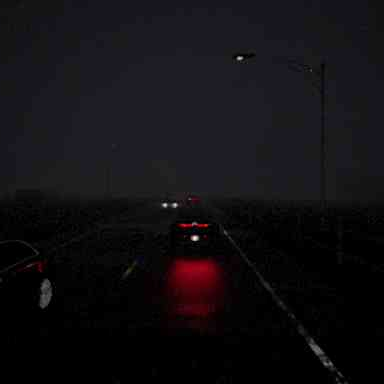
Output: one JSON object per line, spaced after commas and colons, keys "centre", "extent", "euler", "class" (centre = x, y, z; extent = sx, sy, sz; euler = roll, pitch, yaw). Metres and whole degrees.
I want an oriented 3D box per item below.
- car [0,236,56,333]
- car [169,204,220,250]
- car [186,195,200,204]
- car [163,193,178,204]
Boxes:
{"centre": [-3.597, 1.470, 4.719], "extent": [1.837, 1.490, 4.892], "euler": [0, 0, 0], "class": "car"}
{"centre": [0.103, 1.398, 13.811], "extent": [1.837, 1.490, 4.892], "euler": [0, -2, 0], "class": "car"}
{"centre": [0.112, 1.158, 46.513], "extent": [2.128, 1.511, 4.902], "euler": [0, 0, 0], "class": "car"}
{"centre": [-3.501, 0.962, 54.668], "extent": [2.097, 1.767, 4.553], "euler": [0, 1, 0], "class": "car"}
